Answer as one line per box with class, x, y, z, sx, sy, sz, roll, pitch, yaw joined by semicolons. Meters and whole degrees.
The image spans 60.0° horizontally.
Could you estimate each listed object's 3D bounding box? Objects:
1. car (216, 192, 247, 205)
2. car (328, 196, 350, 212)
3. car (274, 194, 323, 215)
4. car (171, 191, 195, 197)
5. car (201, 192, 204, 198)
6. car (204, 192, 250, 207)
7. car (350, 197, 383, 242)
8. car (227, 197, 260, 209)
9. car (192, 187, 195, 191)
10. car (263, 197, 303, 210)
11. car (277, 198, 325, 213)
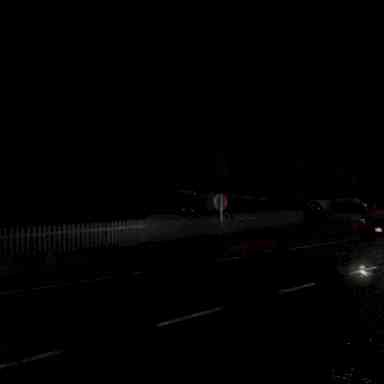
car;6.068;0.973;51.666;2.097;1.767;4.553;0;3;-37
car;17.485;1.335;36.622;2.097;1.767;4.553;0;0;-37
car;10.550;1.208;34.173;2.150;2.045;5.566;0;0;-37
car;-1.852;0.882;50.543;1.837;1.490;4.892;0;4;-37
car;0.982;0.982;52.593;1.895;1.301;4.718;0;4;-37
car;4.431;1.113;42.226;2.150;2.045;5.566;0;2;-37
car;9.928;1.221;15.265;5.566;2.045;2.150;0;0;-35
car;6.887;1.439;44.783;1.994;1.385;4.181;0;2;-38
car;-0.284;0.016;60.159;2.150;2.045;5.566;0;6;-36
car;11.951;1.434;43.900;1.882;1.535;5.008;0;1;-37
car;12.268;1.472;37.699;2.128;1.511;4.902;0;0;-37
